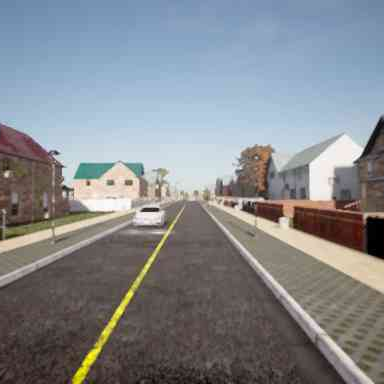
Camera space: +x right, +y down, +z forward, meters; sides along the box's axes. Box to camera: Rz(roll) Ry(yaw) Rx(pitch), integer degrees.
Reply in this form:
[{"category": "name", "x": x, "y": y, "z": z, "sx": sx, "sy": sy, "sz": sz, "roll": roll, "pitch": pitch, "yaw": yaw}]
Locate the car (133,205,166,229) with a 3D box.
[{"category": "car", "x": -2.794, "y": 1.628, "z": 22.880, "sx": 1.812, "sy": 1.442, "sz": 4.674, "roll": 0, "pitch": 0, "yaw": 1}]
